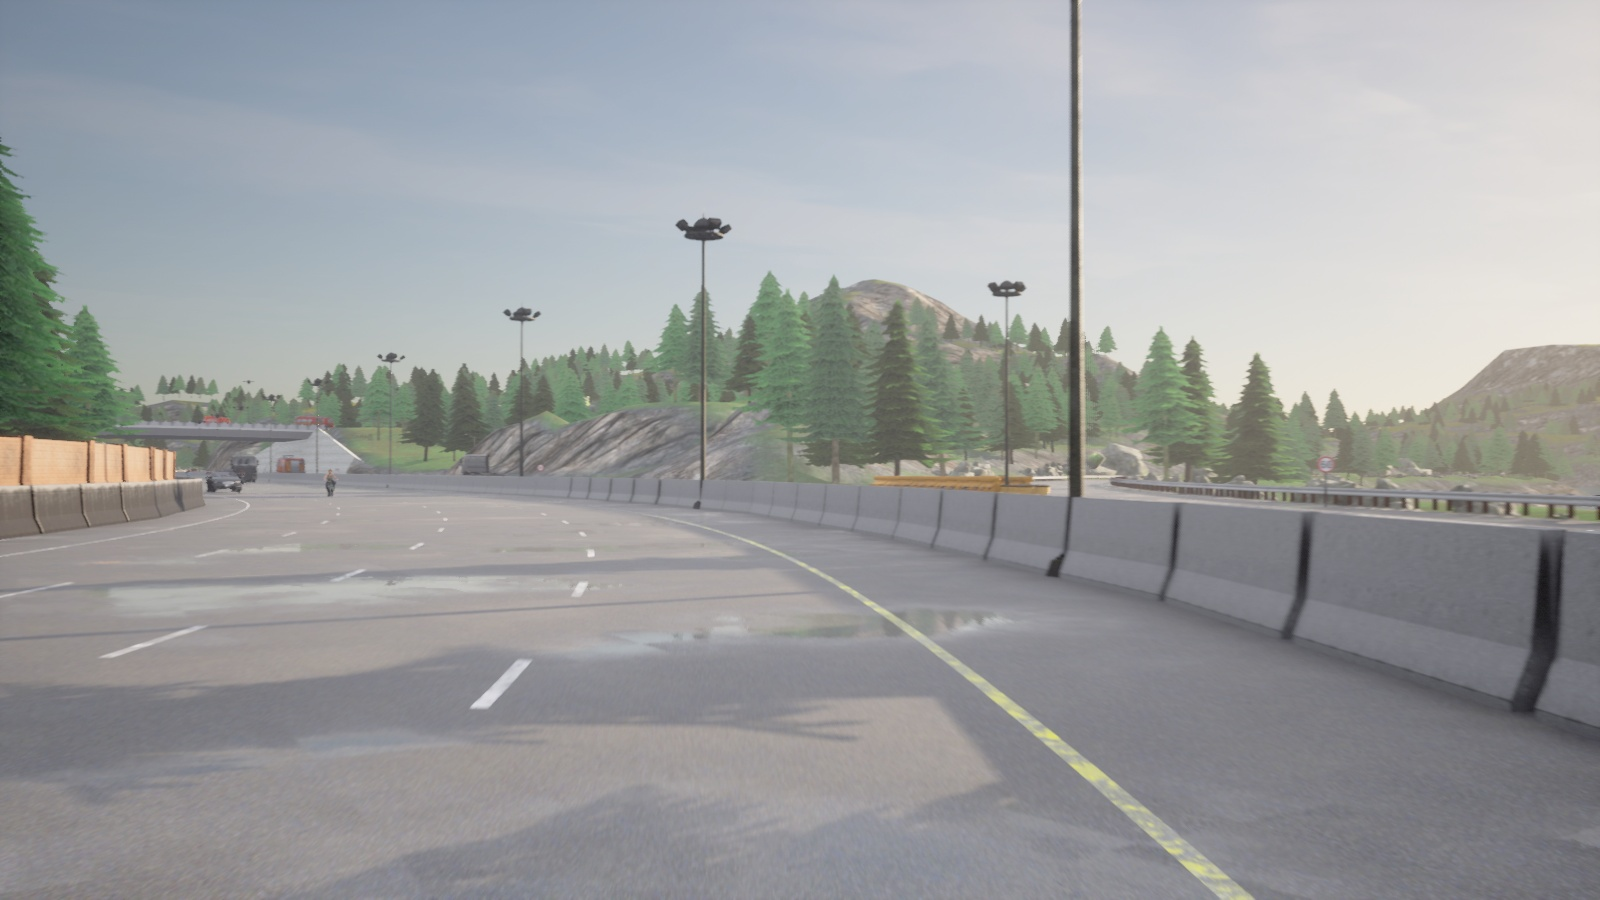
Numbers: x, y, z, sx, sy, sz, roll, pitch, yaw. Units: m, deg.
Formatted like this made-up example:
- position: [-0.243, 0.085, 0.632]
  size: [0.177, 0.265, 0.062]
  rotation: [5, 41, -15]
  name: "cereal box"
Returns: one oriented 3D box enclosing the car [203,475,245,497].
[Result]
- position: [-40.004, 2.485, 87.158]
  size: [2.128, 1.511, 4.902]
  rotation: [0, -1, -31]
  name: "car"
